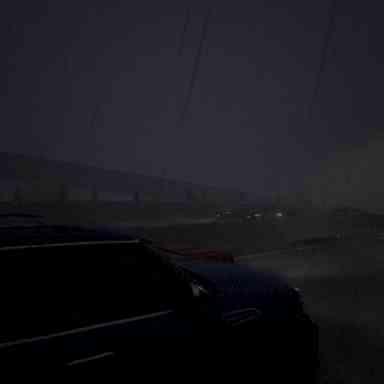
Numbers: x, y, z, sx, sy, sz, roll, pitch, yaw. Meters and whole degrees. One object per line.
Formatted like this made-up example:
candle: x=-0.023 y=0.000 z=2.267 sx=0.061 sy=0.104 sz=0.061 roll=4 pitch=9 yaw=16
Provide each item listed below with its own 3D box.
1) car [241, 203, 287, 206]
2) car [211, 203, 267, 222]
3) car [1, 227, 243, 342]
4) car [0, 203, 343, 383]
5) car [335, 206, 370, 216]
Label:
car: x=6.063 y=1.673 z=25.520 sx=4.892 sy=1.490 sz=1.837 roll=2 pitch=-1 yaw=-35
car: x=4.058 y=1.698 z=28.389 sx=4.674 sy=1.442 sz=1.812 roll=2 pitch=-1 yaw=-35
car: x=-1.278 y=1.612 z=7.136 sx=4.718 sy=1.301 sz=1.895 roll=0 pitch=0 yaw=-36
car: x=-1.306 y=1.223 z=2.816 sx=5.566 sy=2.045 sz=2.150 roll=0 pitch=0 yaw=-36
car: x=11.742 y=1.848 z=25.273 sx=4.892 sy=1.490 sz=1.837 roll=3 pitch=-2 yaw=-35
